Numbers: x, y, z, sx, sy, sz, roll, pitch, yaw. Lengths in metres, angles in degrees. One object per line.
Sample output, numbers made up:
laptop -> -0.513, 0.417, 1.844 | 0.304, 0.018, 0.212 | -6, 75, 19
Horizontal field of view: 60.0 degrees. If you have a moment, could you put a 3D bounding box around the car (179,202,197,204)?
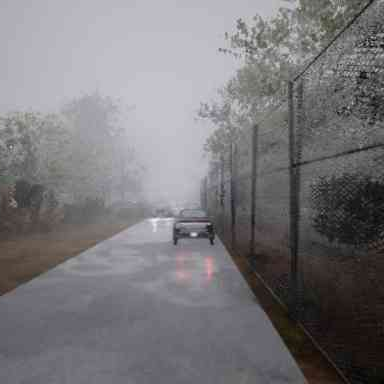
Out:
car -> -0.003, 1.879, 35.528 | 2.033, 1.411, 5.357 | 0, -1, 0

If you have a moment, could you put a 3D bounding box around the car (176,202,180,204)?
car -> -2.649, 2.870, 74.386 | 2.128, 1.511, 4.902 | 0, -2, 2

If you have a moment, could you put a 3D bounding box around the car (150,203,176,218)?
car -> -2.934, 1.849, 32.876 | 1.994, 1.385, 4.181 | 0, -1, 0

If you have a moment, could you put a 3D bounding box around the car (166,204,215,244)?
car -> 0.075, 1.565, 16.210 | 2.128, 1.511, 4.902 | 0, 0, 0
